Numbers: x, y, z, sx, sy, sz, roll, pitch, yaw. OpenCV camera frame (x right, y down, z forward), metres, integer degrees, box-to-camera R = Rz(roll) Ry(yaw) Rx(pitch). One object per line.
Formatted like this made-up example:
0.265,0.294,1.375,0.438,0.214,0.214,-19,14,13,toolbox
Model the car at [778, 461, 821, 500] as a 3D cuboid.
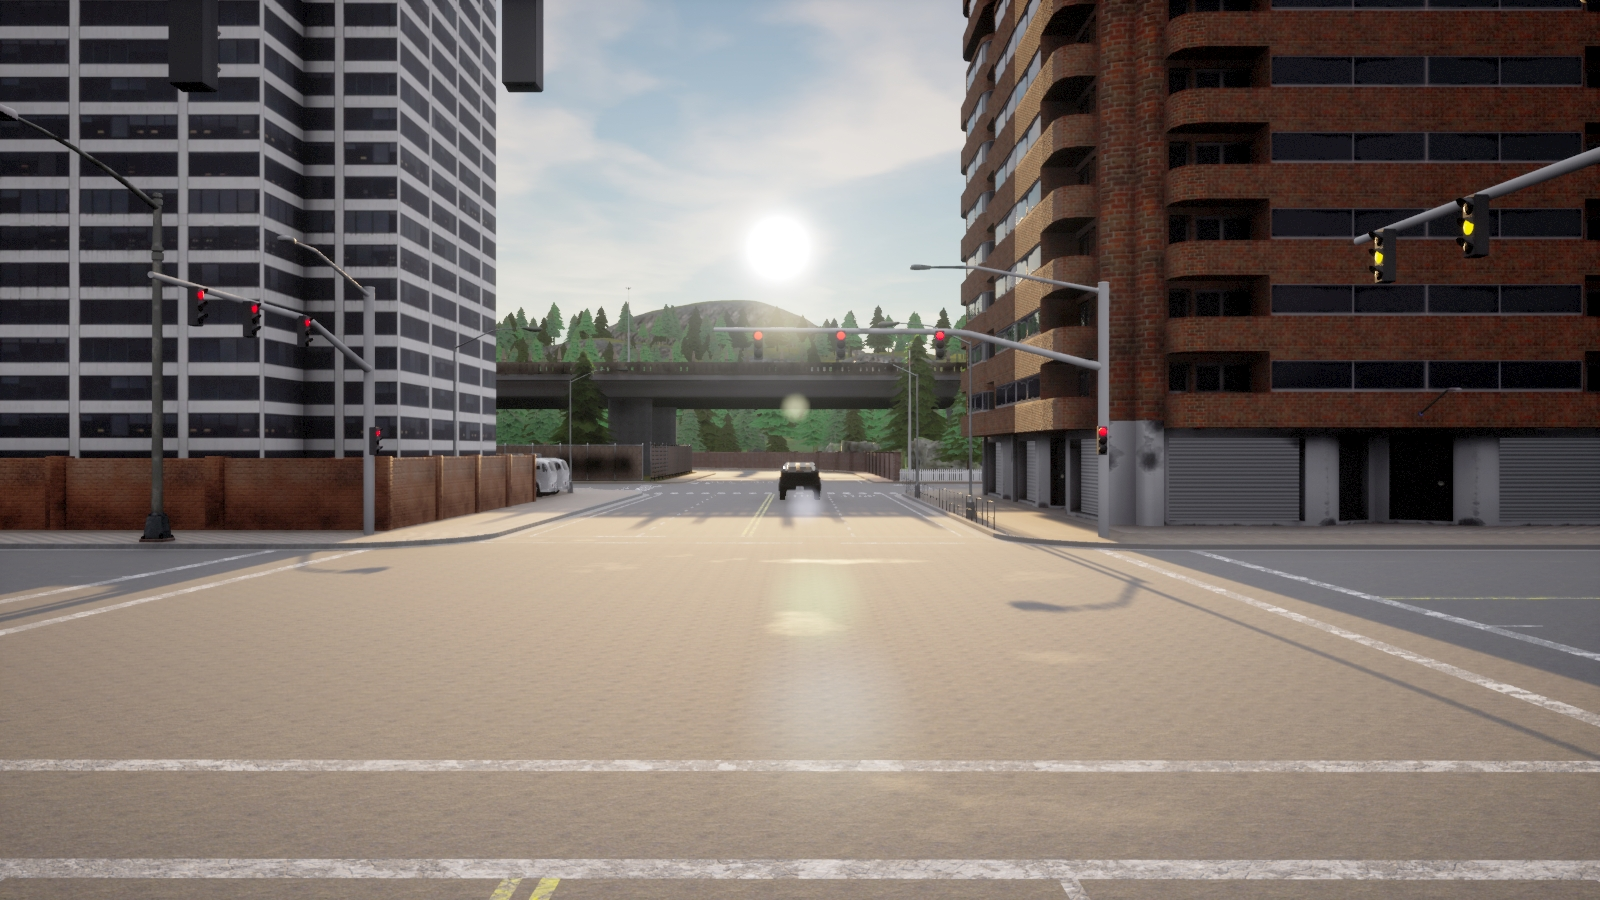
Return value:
-0.005,1.750,66.495,2.390,2.098,6.274,0,0,0,car
